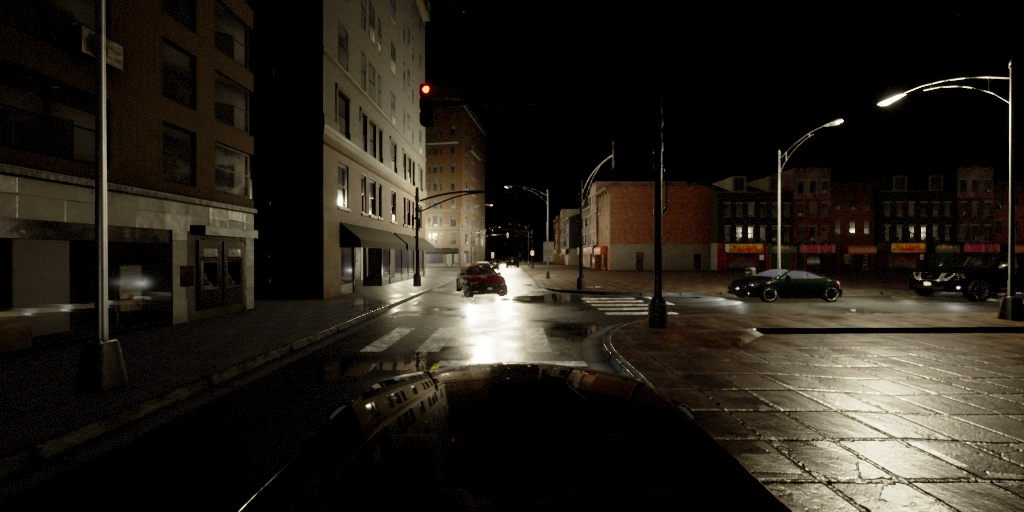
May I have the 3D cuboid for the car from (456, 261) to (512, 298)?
[{"bbox_3d":[-1.745,1.228,18.776,1.882,1.535,5.008,0,0,-17],"label":"car"}]

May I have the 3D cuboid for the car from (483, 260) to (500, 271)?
[{"bbox_3d":[-2.791,1.325,49.433,1.994,1.385,4.181,0,0,1],"label":"car"}]

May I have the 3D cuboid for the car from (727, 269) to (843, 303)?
[{"bbox_3d":[12.042,1.261,15.988,4.181,1.385,1.994,0,0,0],"label":"car"}]

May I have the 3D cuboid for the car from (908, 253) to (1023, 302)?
[{"bbox_3d":[21.320,0.884,16.038,5.566,2.045,2.150,0,0,0],"label":"car"}]

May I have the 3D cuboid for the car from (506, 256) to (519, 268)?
[{"bbox_3d":[0.080,0.991,61.384,2.150,2.045,5.566,0,0,0],"label":"car"}]
